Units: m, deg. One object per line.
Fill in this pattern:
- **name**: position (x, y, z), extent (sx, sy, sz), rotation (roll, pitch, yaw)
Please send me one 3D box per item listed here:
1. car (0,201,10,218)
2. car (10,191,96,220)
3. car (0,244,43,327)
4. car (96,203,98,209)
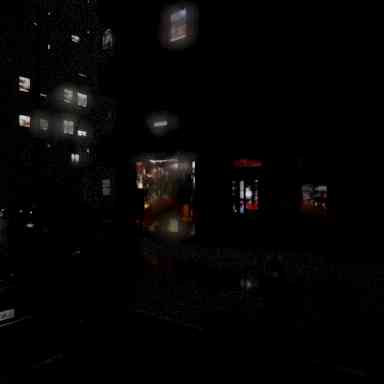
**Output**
- **car**: position (-14.013, 1.350, 26.106), extent (2.008, 1.369, 4.403), rotation (1, 1, 35)
- **car**: position (-10.763, 0.994, 26.253), extent (2.150, 2.045, 5.566), rotation (0, 1, 35)
- **car**: position (-4.480, 1.551, 6.082), extent (4.403, 1.369, 2.008), rotation (0, 0, 36)
- **car**: position (-10.917, 1.250, 30.527), extent (1.752, 1.417, 4.829), rotation (1, 1, 35)
